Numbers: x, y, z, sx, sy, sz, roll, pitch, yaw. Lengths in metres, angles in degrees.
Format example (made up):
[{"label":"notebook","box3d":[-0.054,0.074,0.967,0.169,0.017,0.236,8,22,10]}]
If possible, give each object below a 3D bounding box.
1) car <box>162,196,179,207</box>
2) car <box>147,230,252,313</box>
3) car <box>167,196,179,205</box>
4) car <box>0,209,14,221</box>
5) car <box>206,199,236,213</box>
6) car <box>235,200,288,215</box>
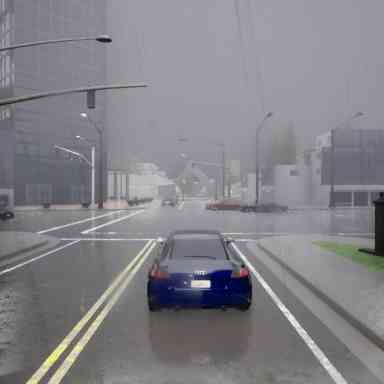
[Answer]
[{"label":"car","box3d":[-3.565,1.491,51.251,2.128,1.511,4.902,0,0,0]},{"label":"car","box3d":[0.091,1.564,7.774,1.994,1.385,4.181,0,0,-2]},{"label":"car","box3d":[-3.515,1.505,61.651,1.837,1.490,4.892,0,0,1]},{"label":"car","box3d":[-16.385,1.672,26.190,4.181,1.385,1.994,-1,0,0]},{"label":"car","box3d":[3.851,1.528,37.038,4.674,1.442,1.812,0,0,0]},{"label":"car","box3d":[7.121,1.601,33.565,4.718,1.301,1.895,0,0,0]}]
